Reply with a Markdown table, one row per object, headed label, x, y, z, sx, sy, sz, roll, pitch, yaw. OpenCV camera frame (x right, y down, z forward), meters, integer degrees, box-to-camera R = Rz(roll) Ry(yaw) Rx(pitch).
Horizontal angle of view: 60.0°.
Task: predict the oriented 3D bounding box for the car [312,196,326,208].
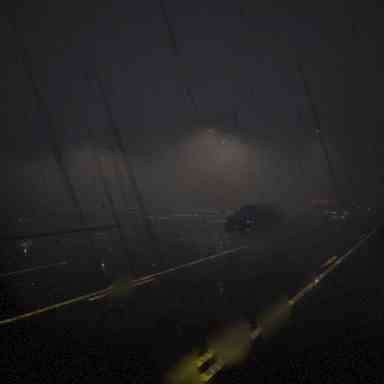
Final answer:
| label | x | y | z | sx | sy | sz | roll | pitch | yaw |
| --- | --- | --- | --- | --- | --- | --- | --- | --- | --- |
| car | 18.386 | 1.351 | 46.541 | 2.097 | 1.767 | 4.553 | 0 | 0 | 35 |

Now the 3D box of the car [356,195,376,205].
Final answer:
| label | x | y | z | sx | sy | sz | roll | pitch | yaw |
| --- | --- | --- | --- | --- | --- | --- | --- | --- | --- |
| car | 29.567 | 1.590 | 56.637 | 1.895 | 1.301 | 4.718 | 0 | 0 | 35 |

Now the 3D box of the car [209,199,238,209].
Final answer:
| label | x | y | z | sx | sy | sz | roll | pitch | yaw |
| --- | --- | --- | --- | --- | --- | --- | --- | --- | --- |
| car | 4.346 | 1.564 | 42.807 | 4.181 | 1.385 | 1.994 | 0 | 0 | 36 |

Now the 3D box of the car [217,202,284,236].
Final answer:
| label | x | y | z | sx | sy | sz | roll | pitch | yaw |
| --- | --- | --- | --- | --- | --- | --- | --- | --- | --- |
| car | 3.599 | 1.477 | 18.751 | 1.882 | 1.535 | 5.008 | 0 | 0 | 34 |

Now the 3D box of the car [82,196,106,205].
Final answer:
| label | x | y | z | sx | sy | sz | roll | pitch | yaw |
| --- | --- | --- | --- | --- | --- | --- | --- | --- | --- |
| car | -16.998 | 1.491 | 57.492 | 4.902 | 1.511 | 2.128 | 0 | 0 | 34 |

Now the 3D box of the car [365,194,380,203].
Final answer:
| label | x | y | z | sx | sy | sz | roll | pitch | yaw |
| --- | --- | --- | --- | --- | --- | --- | --- | --- | --- |
| car | 35.964 | 1.402 | 65.897 | 1.837 | 1.490 | 4.892 | 0 | 1 | 34 |

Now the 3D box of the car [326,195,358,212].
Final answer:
| label | x | y | z | sx | sy | sz | roll | pitch | yaw |
| --- | --- | --- | --- | --- | --- | --- | --- | --- | --- |
| car | 17.933 | 1.491 | 39.695 | 2.128 | 1.511 | 4.902 | 0 | 0 | 34 |
